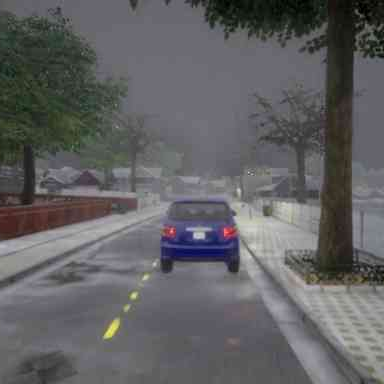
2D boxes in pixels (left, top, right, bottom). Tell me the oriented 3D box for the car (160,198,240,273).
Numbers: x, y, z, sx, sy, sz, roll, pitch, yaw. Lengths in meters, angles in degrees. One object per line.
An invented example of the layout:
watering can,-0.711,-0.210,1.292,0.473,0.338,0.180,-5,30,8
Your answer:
car,0.308,1.215,10.856,2.150,2.045,5.566,0,-1,3

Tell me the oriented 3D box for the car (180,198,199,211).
car,-0.278,1.558,42.312,1.837,1.490,4.892,0,-1,7

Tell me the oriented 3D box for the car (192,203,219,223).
car,1.160,1.618,26.428,1.895,1.301,4.718,0,0,5
